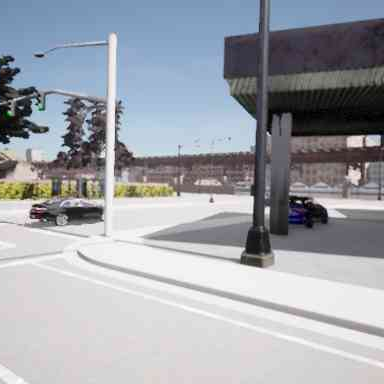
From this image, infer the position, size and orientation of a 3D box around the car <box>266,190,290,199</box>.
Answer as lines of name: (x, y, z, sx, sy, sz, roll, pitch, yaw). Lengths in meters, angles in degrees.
car: (18.732, 0.540, 72.463, 4.553, 1.767, 2.097, 2, 1, 37)

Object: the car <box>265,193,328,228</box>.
car: (6.528, 1.108, 19.847, 2.242, 1.667, 4.611, 2, 1, 37)

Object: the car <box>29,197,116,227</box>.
car: (-6.500, 1.060, 18.610, 2.128, 1.511, 4.902, 2, 0, 37)

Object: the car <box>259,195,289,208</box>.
car: (10.165, 1.109, 41.016, 1.812, 1.442, 4.674, 2, 0, 37)
